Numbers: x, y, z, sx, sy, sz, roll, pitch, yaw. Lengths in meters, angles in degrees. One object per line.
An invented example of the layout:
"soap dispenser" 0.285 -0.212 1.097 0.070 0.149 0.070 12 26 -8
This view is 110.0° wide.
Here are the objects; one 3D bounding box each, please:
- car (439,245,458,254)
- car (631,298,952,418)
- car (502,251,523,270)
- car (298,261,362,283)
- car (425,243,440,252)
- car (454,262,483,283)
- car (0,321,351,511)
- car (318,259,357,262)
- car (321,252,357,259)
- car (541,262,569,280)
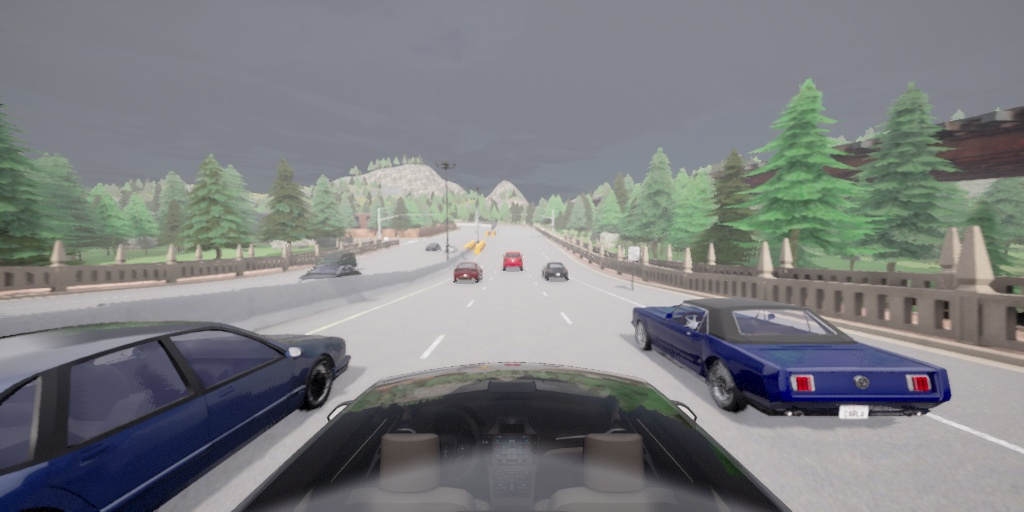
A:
"car" -10.504 -1.163 60.807 1.895 1.301 4.718 0 7 1
"car" 3.601 1.356 5.992 1.895 1.301 4.718 0 0 0
"car" 0.105 0.450 40.684 2.150 2.045 5.566 0 4 0
"car" -10.594 1.270 21.186 2.128 1.511 4.902 0 0 0
"car" -13.965 -1.584 63.404 1.882 1.535 5.008 0 7 1
"car" -3.396 1.213 28.499 1.882 1.535 5.008 0 1 0
"car" -3.400 1.299 3.059 2.033 1.411 5.357 0 0 0
"car" -14.091 1.247 28.218 1.837 1.490 4.892 0 1 0
"car" -17.587 0.709 36.164 2.150 2.045 5.566 0 2 0
"car" 3.604 1.221 30.338 1.812 1.442 4.674 0 1 0
